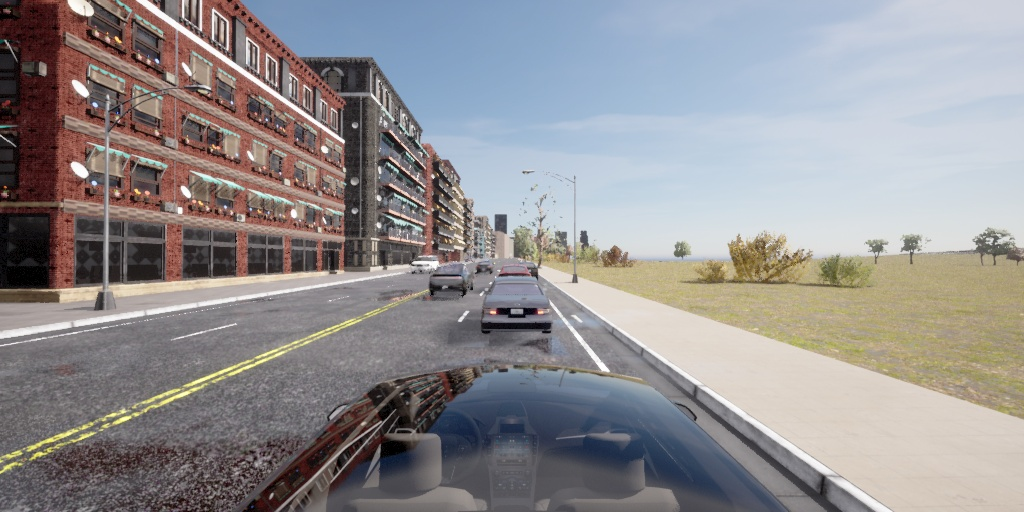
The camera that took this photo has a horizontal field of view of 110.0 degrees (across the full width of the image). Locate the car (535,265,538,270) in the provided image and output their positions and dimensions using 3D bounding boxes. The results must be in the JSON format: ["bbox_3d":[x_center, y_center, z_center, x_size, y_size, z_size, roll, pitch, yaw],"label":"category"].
[{"bbox_3d":[1.197,1.232,30.596,1.882,1.535,5.008,0,0,0],"label":"car"}]

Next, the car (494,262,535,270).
[{"bbox_3d":[0.142,1.231,21.159,1.882,1.535,5.008,0,0,0],"label":"car"}]

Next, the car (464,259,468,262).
[{"bbox_3d":[-6.520,1.318,40.758,1.994,1.385,4.181,0,0,0],"label":"car"}]

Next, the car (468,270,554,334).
[{"bbox_3d":[0.117,1.299,10.619,2.033,1.411,5.357,0,0,0],"label":"car"}]

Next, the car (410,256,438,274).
[{"bbox_3d":[-9.770,0.975,40.559,2.150,2.045,5.566,0,0,0],"label":"car"}]

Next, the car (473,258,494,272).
[{"bbox_3d":[-3.067,1.279,41.161,1.812,1.442,4.674,0,0,0],"label":"car"}]

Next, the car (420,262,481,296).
[{"bbox_3d":[-3.115,1.245,19.165,2.128,1.511,4.902,0,0,0],"label":"car"}]
